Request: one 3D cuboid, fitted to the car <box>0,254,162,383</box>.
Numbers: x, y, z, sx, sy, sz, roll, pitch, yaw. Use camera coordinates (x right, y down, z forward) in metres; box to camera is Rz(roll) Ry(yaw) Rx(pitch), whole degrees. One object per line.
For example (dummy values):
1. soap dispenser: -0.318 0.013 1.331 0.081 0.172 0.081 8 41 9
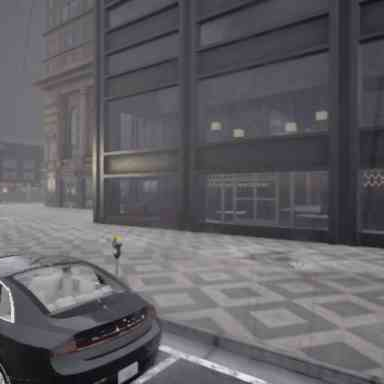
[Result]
1. car: -2.410 1.543 4.558 4.403 1.369 2.008 0 0 35
